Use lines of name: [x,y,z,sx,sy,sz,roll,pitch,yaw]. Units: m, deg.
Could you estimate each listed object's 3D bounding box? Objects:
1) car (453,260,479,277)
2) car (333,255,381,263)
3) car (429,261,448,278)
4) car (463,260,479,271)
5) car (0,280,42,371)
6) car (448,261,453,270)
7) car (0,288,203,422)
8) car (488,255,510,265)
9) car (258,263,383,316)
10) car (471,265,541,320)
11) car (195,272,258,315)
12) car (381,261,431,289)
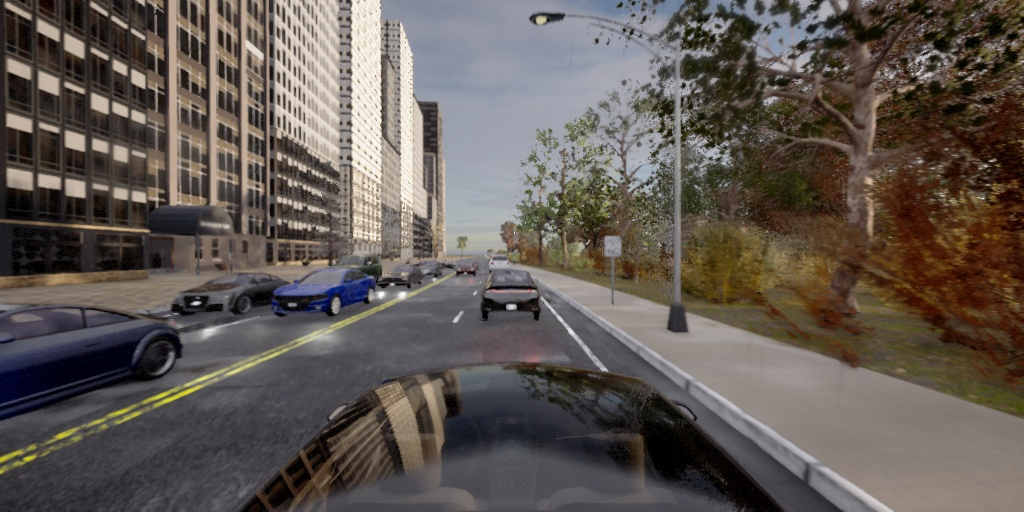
car: [-4.455,1.292,35.400,1.895,1.301,4.718,0,0,-4]
car: [-10.288,0.941,23.766,2.150,2.045,5.566,0,0,-3]
car: [-7.583,1.190,33.438,2.128,1.511,4.902,0,0,-3]
car: [-5.488,1.228,48.862,1.994,1.385,4.181,0,0,-4]
car: [-9.876,1.232,4.300,1.882,1.535,5.008,0,0,1]
car: [-8.858,1.320,49.659,1.895,1.301,4.718,0,0,-5]
car: [-6.639,1.315,4.422,1.994,1.385,4.181,0,0,-1]
car: [-1.432,0.901,39.614,2.150,2.045,5.566,0,0,-4]
car: [-6.752,1.214,13.435,1.882,1.535,5.008,0,0,-1]
car: [-0.071,1.223,12.569,2.128,1.511,4.902,0,0,-1]
car: [-9.995,1.303,13.306,1.994,1.385,4.181,0,0,-1]
car: [-7.018,1.265,23.395,2.033,1.411,5.357,0,0,-2]
